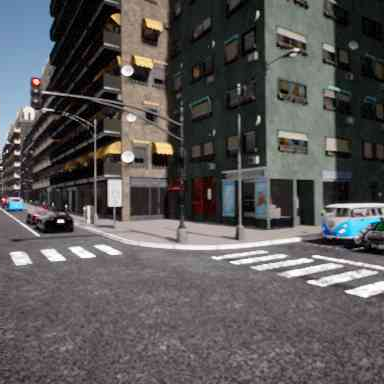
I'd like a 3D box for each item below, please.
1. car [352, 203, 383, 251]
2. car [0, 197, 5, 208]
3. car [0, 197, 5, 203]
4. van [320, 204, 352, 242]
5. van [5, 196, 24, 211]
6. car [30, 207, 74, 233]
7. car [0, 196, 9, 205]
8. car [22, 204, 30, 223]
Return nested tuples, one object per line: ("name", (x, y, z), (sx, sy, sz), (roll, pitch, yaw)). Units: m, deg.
("car", (8.784, 1.390, 13.187), (4.553, 1.767, 2.097), (0, -1, -32))
("car", (-26.441, 1.769, 43.916), (2.128, 1.511, 4.902), (0, 0, -32))
("car", (-47.444, 2.000, 82.162), (1.752, 1.417, 4.829), (1, -1, -32))
("van", (7.767, 1.426, 15.597), (3.998, 1.788, 1.690), (0, 0, -32))
("van", (-23.521, 1.623, 44.360), (1.690, 1.788, 3.998), (1, -1, -32))
("car", (-8.629, 1.729, 20.818), (1.947, 1.339, 4.313), (1, -1, -32))
("car", (-41.393, 1.741, 72.606), (2.192, 1.841, 5.009), (1, -1, -32))
("car", (-11.608, 1.768, 25.525), (1.802, 1.307, 4.206), (1, -1, -32))
